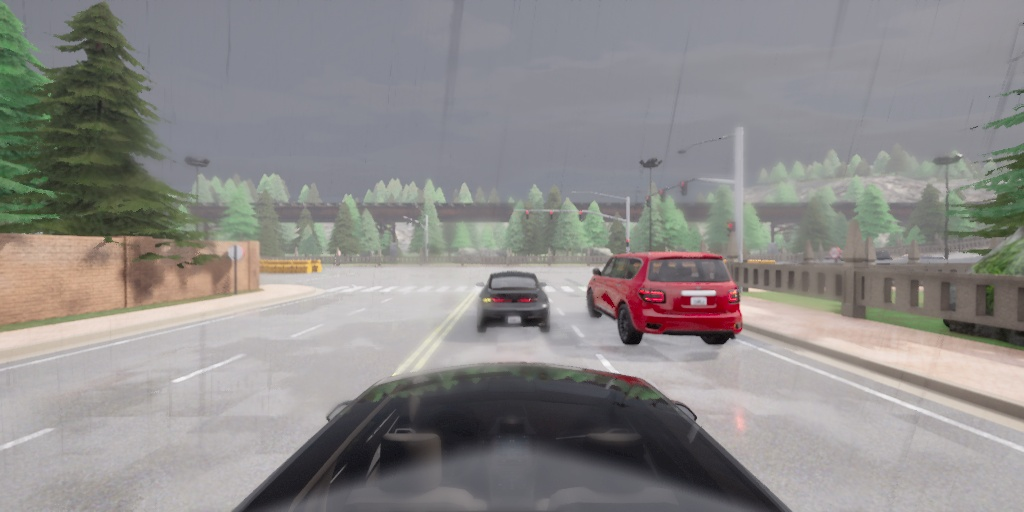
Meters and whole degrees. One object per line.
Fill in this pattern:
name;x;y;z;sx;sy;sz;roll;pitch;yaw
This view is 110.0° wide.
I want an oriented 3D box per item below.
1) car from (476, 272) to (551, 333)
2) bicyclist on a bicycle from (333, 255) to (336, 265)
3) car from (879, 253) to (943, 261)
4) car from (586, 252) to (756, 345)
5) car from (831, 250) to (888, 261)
car;0.007;1.190;10.514;1.837;1.490;4.892;0;0;-1
bicyclist on a bicycle;-27.488;0.650;55.927;0.582;1.620;1.656;0;1;0
car;46.475;0.623;41.422;5.357;1.411;2.033;-3;0;0
car;3.505;0.916;9.414;2.150;2.045;5.566;0;1;0
car;44.070;0.386;44.906;5.566;2.045;2.150;-3;0;0
